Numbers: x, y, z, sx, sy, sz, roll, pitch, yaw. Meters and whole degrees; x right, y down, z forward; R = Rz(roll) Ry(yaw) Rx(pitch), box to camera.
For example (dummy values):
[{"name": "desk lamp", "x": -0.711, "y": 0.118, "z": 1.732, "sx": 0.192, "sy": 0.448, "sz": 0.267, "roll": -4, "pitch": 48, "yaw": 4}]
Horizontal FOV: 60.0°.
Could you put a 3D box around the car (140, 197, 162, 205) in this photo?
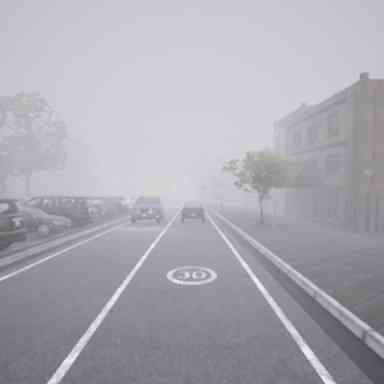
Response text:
[{"name": "car", "x": -8.940, "y": 1.921, "z": 73.512, "sx": 4.553, "sy": 1.767, "sz": 2.185, "roll": 0, "pitch": -1, "yaw": 0}]

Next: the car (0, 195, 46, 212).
[{"name": "car", "x": -21.954, "y": 1.450, "z": 42.481, "sx": 5.566, "sy": 2.045, "sz": 2.435, "roll": 0, "pitch": 0, "yaw": 0}]

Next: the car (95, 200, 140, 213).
[{"name": "car", "x": -8.892, "y": 1.678, "z": 39.881, "sx": 4.892, "sy": 1.521, "sz": 2.231, "roll": 0, "pitch": 0, "yaw": 0}]

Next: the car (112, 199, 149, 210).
[{"name": "car", "x": -8.910, "y": 1.757, "z": 48.286, "sx": 5.008, "sy": 1.535, "sz": 2.097, "roll": 0, "pitch": -1, "yaw": 0}]

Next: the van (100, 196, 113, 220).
[{"name": "van", "x": -8.753, "y": 1.335, "z": 25.862, "sx": 4.442, "sy": 1.987, "sz": 1.878, "roll": 0, "pitch": 0, "yaw": 0}]

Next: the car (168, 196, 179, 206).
[{"name": "car", "x": -3.311, "y": 2.014, "z": 67.272, "sx": 2.128, "sy": 1.511, "sz": 4.902, "roll": 0, "pitch": 0, "yaw": 0}]

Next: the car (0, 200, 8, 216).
[{"name": "car", "x": -21.959, "y": 1.630, "z": 34.126, "sx": 5.008, "sy": 1.535, "sz": 2.097, "roll": 0, "pitch": 0, "yaw": 0}]

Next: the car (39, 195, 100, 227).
[{"name": "car", "x": -8.890, "y": 1.266, "z": 20.257, "sx": 5.566, "sy": 2.045, "sz": 2.435, "roll": 0, "pitch": 0, "yaw": 0}]

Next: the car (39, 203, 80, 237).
[{"name": "car", "x": -8.865, "y": 1.499, "z": 17.450, "sx": 4.892, "sy": 1.521, "sz": 2.231, "roll": 0, "pitch": 0, "yaw": 0}]

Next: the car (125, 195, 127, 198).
[{"name": "car", "x": -8.919, "y": 1.402, "z": 37.076, "sx": 5.566, "sy": 2.045, "sz": 2.435, "roll": 0, "pitch": 0, "yaw": 0}]

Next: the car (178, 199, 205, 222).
[{"name": "car", "x": 0.075, "y": 1.588, "z": 27.816, "sx": 1.882, "sy": 1.535, "sz": 5.008, "roll": 0, "pitch": 0, "yaw": 0}]

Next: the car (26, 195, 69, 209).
[{"name": "car", "x": -21.972, "y": 1.536, "z": 50.836, "sx": 5.566, "sy": 2.045, "sz": 2.435, "roll": 0, "pitch": -1, "yaw": 0}]

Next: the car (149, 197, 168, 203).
[{"name": "car", "x": -9.002, "y": 2.241, "z": 90.329, "sx": 4.892, "sy": 1.521, "sz": 2.231, "roll": 0, "pitch": -1, "yaw": 0}]

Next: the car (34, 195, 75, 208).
[{"name": "car", "x": -21.978, "y": 1.567, "z": 53.497, "sx": 5.566, "sy": 2.045, "sz": 2.435, "roll": 0, "pitch": -1, "yaw": 0}]

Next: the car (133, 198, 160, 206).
[{"name": "car", "x": -8.947, "y": 1.950, "z": 65.101, "sx": 5.008, "sy": 1.535, "sz": 2.097, "roll": 0, "pitch": -1, "yaw": 0}]

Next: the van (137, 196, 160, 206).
[{"name": "van", "x": -8.842, "y": 1.756, "z": 67.907, "sx": 4.442, "sy": 1.987, "sz": 1.878, "roll": 0, "pitch": -1, "yaw": 0}]

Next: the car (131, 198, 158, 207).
[{"name": "car", "x": -8.917, "y": 1.947, "z": 62.298, "sx": 4.792, "sy": 1.488, "sz": 2.163, "roll": 0, "pitch": -1, "yaw": 0}]

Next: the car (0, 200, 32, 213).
[{"name": "car", "x": -22.005, "y": 1.706, "z": 39.695, "sx": 4.792, "sy": 1.488, "sz": 2.163, "roll": 0, "pitch": 0, "yaw": 0}]

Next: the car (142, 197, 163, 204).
[{"name": "car", "x": -8.946, "y": 1.953, "z": 76.315, "sx": 4.553, "sy": 1.767, "sz": 2.185, "roll": 0, "pitch": -1, "yaw": 0}]

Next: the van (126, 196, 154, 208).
[{"name": "van", "x": -8.817, "y": 1.627, "z": 56.695, "sx": 4.442, "sy": 1.987, "sz": 1.878, "roll": 0, "pitch": -1, "yaw": 0}]

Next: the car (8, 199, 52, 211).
[{"name": "car", "x": -21.983, "y": 1.729, "z": 45.265, "sx": 5.008, "sy": 1.535, "sz": 2.097, "roll": 0, "pitch": -1, "yaw": 0}]

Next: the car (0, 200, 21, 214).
[{"name": "car", "x": -21.941, "y": 1.683, "z": 36.910, "sx": 4.792, "sy": 1.488, "sz": 2.163, "roll": 0, "pitch": 0, "yaw": 0}]

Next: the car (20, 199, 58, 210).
[{"name": "car", "x": -21.992, "y": 1.796, "z": 47.925, "sx": 4.674, "sy": 1.452, "sz": 2.002, "roll": 0, "pitch": -1, "yaw": 0}]

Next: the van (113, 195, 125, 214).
[{"name": "van", "x": -8.995, "y": 1.381, "z": 31.468, "sx": 4.442, "sy": 1.987, "sz": 1.878, "roll": 0, "pitch": 0, "yaw": 0}]

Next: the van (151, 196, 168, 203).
[{"name": "van", "x": -9.131, "y": 2.047, "z": 93.134, "sx": 4.442, "sy": 1.987, "sz": 1.878, "roll": 0, "pitch": -1, "yaw": 0}]

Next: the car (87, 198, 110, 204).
[{"name": "car", "x": -22.068, "y": 2.109, "z": 78.716, "sx": 4.892, "sy": 1.521, "sz": 2.231, "roll": 0, "pitch": -1, "yaw": 0}]

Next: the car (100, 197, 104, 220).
[{"name": "car", "x": -8.833, "y": 1.411, "z": 23.057, "sx": 4.553, "sy": 1.767, "sz": 2.185, "roll": 0, "pitch": 0, "yaw": 0}]

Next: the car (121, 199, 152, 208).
[{"name": "car", "x": -8.957, "y": 1.850, "z": 53.888, "sx": 4.792, "sy": 1.488, "sz": 2.163, "roll": 0, "pitch": -1, "yaw": 0}]

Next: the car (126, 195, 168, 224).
[{"name": "car", "x": -3.370, "y": 1.318, "z": 26.143, "sx": 2.150, "sy": 2.045, "sz": 5.566, "roll": 0, "pitch": 0, "yaw": 0}]

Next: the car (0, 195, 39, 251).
[{"name": "car", "x": -8.885, "y": 1.221, "z": 11.847, "sx": 5.566, "sy": 2.045, "sz": 2.435, "roll": 0, "pitch": 0, "yaw": 0}]

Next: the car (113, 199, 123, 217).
[{"name": "car", "x": -8.868, "y": 1.585, "z": 28.664, "sx": 4.892, "sy": 1.521, "sz": 2.231, "roll": 0, "pitch": 0, "yaw": 0}]

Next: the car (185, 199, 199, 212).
[{"name": "car", "x": 0.027, "y": 1.712, "z": 44.787, "sx": 1.801, "sy": 1.575, "sz": 5.366, "roll": 0, "pitch": 0, "yaw": 0}]
